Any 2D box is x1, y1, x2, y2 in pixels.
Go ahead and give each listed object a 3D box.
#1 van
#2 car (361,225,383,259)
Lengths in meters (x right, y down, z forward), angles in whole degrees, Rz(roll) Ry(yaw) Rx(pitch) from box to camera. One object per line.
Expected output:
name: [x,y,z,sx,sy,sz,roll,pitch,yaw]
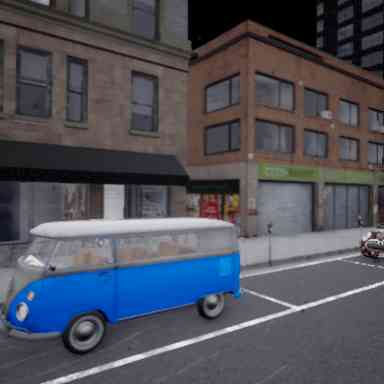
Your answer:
van: [-0.958,1.374,5.852,3.998,1.788,1.690,1,-1,-36]
car: [7.998,1.616,12.241,4.097,1.590,1.967,1,-1,-36]
